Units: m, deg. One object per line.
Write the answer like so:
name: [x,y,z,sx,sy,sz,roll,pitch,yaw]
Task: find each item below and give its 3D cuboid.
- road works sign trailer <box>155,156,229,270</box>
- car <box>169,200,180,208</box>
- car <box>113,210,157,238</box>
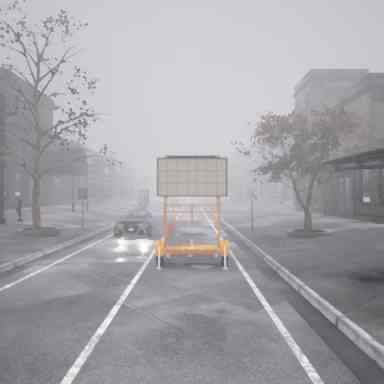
road works sign trailer: [0.005,0.560,11.408,2.380,3.560,2.880,0,-1,0]
car: [-3.057,2.082,58.989,2.033,1.411,5.357,0,0,0]
car: [-3.093,1.735,18.818,1.994,1.385,4.181,0,-1,0]
